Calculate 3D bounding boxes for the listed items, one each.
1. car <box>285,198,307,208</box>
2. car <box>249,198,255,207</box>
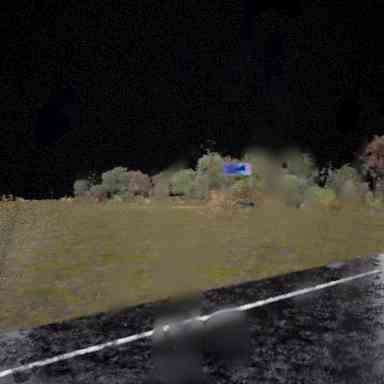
[{"bbox_3d":[21.489,2.332,70.027,2.150,2.045,5.566,1,-1,-34],"label":"car"},{"bbox_3d":[13.062,2.628,82.433,2.150,2.045,5.566,1,-1,-34],"label":"car"}]
